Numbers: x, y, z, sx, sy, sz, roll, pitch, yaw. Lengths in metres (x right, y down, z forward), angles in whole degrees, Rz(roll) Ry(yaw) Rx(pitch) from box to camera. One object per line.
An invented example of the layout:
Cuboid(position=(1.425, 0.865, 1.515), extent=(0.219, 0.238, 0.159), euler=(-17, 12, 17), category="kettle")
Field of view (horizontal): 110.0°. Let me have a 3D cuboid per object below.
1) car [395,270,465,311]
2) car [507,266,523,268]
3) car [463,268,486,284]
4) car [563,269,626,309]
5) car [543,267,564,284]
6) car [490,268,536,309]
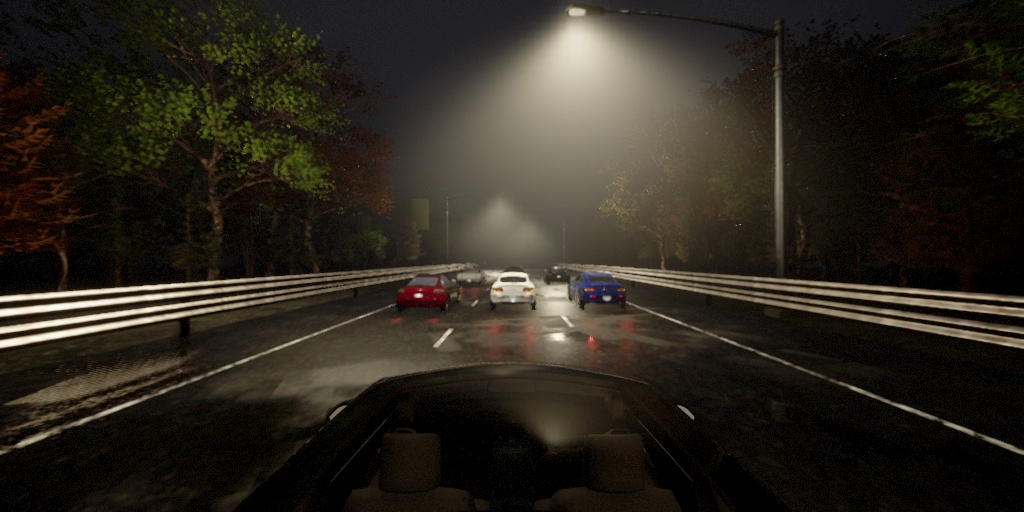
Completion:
Cuboid(position=(-3.430, 1.457, 15.318), extent=(1.994, 1.385, 4.181), euler=(0, -1, 1), category="car")
Cuboid(position=(0.226, 1.555, 30.220), extent=(1.837, 1.490, 4.892), euler=(0, 0, 1), category="car")
Cuboid(position=(-3.281, 1.647, 30.014), extent=(1.895, 1.301, 4.718), euler=(0, -1, 1), category="car")
Cuboid(position=(3.576, 1.421, 15.640), extent=(1.812, 1.442, 4.674), euler=(0, 0, 1), category="car")
Cuboid(position=(3.726, 1.612, 30.167), extent=(1.994, 1.385, 4.181), euler=(0, -1, 1), category="car")
Cuboid(position=(0.077, 1.421, 15.650), extent=(1.812, 1.442, 4.674), euler=(0, 0, 1), category="car")
